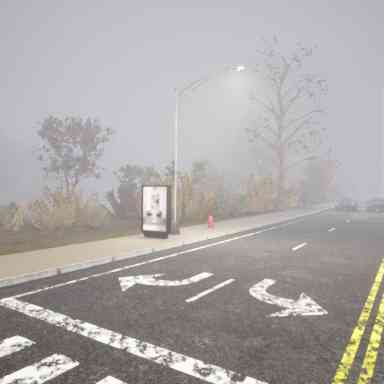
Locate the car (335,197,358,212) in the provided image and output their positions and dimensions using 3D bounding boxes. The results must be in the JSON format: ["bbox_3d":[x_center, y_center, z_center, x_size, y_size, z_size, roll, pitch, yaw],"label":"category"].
[{"bbox_3d":[18.550,1.390,39.865,2.097,1.767,4.553,0,0,30],"label":"car"}]

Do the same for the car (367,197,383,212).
[{"bbox_3d":[21.360,1.393,38.233,2.097,1.767,4.553,0,0,30],"label":"car"}]
